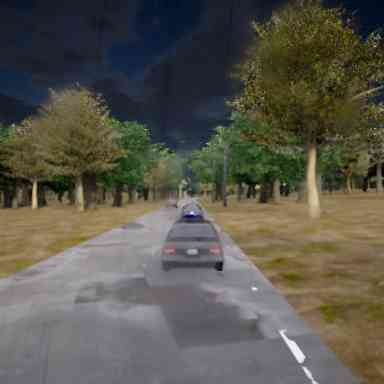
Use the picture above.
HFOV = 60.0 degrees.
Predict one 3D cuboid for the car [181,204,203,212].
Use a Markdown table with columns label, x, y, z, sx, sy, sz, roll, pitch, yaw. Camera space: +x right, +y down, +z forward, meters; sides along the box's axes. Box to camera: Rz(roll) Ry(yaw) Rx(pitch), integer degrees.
| label | x | y | z | sx | sy | sz | roll | pitch | yaw |
| --- | --- | --- | --- | --- | --- | --- | --- | --- | --- |
| car | 0.016 | 1.765 | 30.467 | 1.994 | 1.385 | 4.181 | 0 | 0 | 0 |

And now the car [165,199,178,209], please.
| label | x | y | z | sx | sy | sz | roll | pitch | yaw |
| --- | --- | --- | --- | --- | --- | --- | --- | --- | --- |
| car | -3.171 | 1.838 | 51.953 | 1.882 | 1.535 | 5.008 | 0 | 0 | 0 |

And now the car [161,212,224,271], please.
| label | x | y | z | sx | sy | sz | roll | pitch | yaw |
| --- | --- | --- | --- | --- | --- | --- | --- | --- | --- |
| car | 0.029 | 1.621 | 11.181 | 2.033 | 1.411 | 5.357 | 0 | 0 | 0 |
